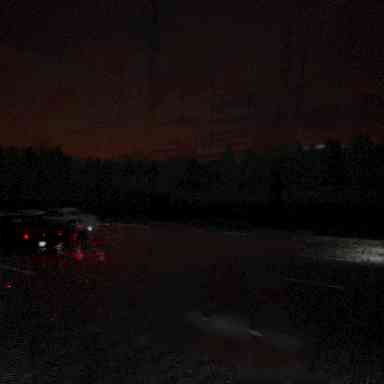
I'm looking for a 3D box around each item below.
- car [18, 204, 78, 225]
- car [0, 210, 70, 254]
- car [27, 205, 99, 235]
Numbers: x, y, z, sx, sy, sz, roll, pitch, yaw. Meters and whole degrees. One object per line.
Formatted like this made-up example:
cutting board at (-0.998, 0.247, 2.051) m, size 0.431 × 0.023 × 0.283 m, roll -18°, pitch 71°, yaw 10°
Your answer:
car at (-10.664, 1.601, 24.487) m, size 4.718 × 1.301 × 1.895 m, roll 0°, pitch 0°, yaw 35°
car at (-7.290, 1.601, 13.486) m, size 4.718 × 1.301 × 1.895 m, roll 0°, pitch 0°, yaw 35°
car at (-6.819, 1.526, 17.449) m, size 4.674 × 1.442 × 1.812 m, roll 0°, pitch 0°, yaw 35°
